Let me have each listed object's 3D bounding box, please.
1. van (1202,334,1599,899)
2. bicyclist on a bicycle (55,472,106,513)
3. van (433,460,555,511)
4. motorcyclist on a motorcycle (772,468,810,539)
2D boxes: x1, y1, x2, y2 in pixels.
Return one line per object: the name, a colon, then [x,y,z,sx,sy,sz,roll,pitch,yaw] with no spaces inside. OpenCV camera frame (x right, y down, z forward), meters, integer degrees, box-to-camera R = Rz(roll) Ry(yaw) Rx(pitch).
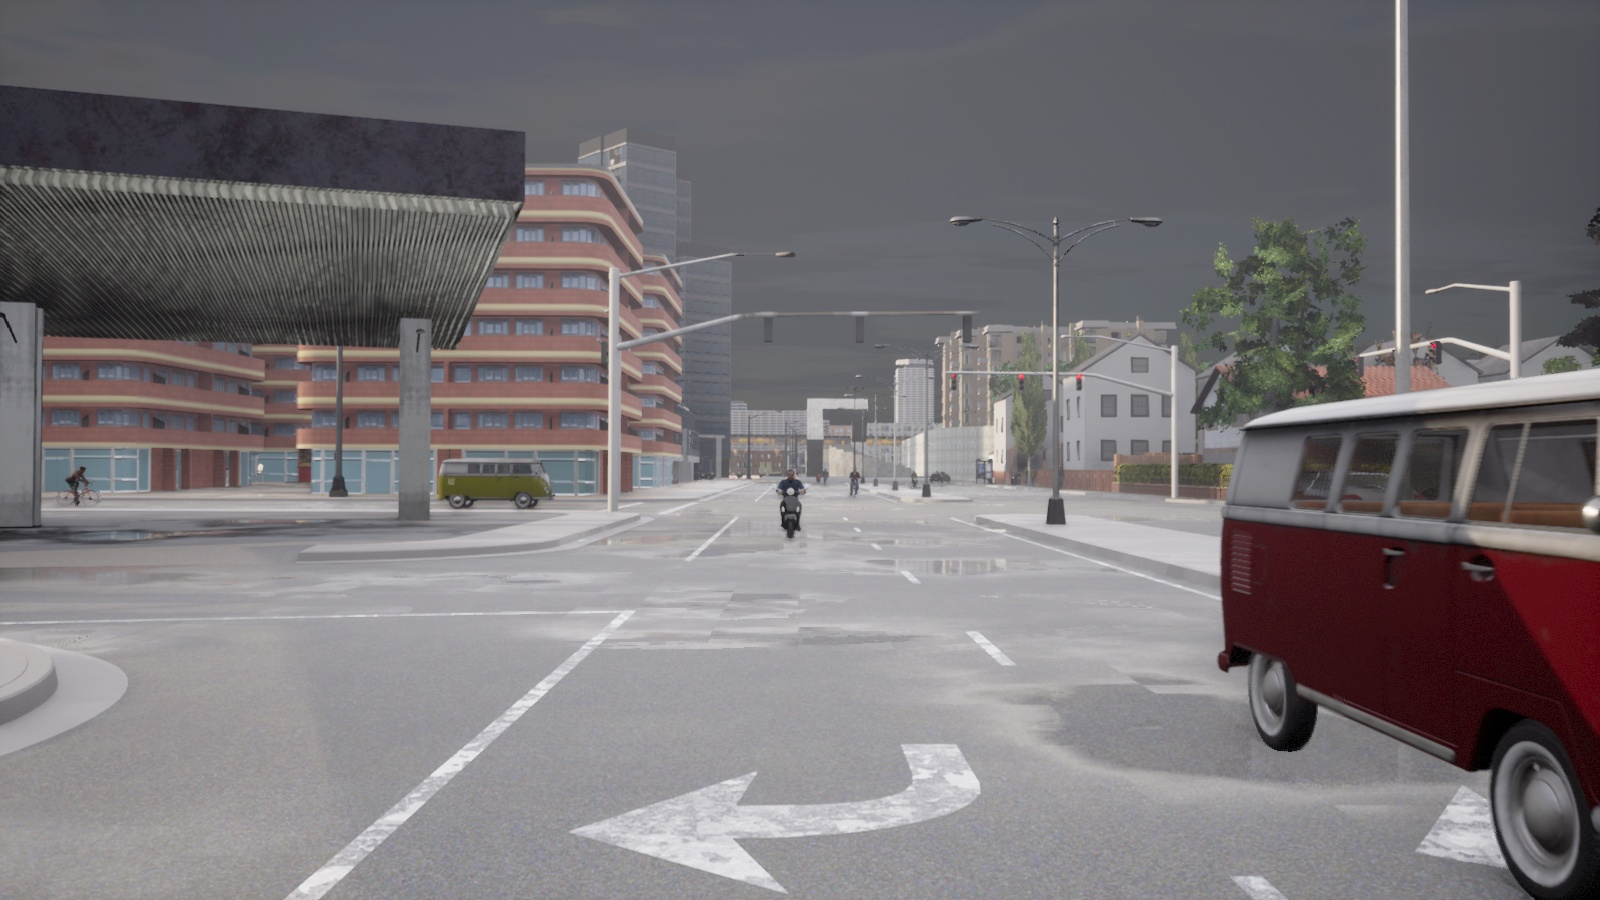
van: [3.458,0.642,5.732,1.775,1.987,4.442,0,-1,0]
bicyclist on a bicycle: [-28.282,1.659,49.386,1.656,1.620,0.582,0,-1,-1]
van: [-12.071,1.399,49.747,4.442,1.987,1.775,0,-1,-2]
motorcyclist on a motorcycle: [-0.211,1.227,29.150,0.866,1.590,1.817,0,-1,0]
